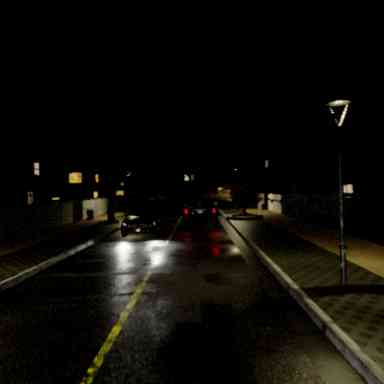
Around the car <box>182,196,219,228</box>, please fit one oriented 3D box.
[{"bbox_3d":[0.501,1.111,20.640,2.097,1.767,4.553,-2,0,1],"label":"car"}]

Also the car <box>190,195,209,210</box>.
[{"bbox_3d":[0.839,1.158,37.306,1.994,1.385,4.181,-2,0,1],"label":"car"}]

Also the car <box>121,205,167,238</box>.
[{"bbox_3d":[-2.387,1.419,17.281,1.812,1.442,4.674,-2,1,1],"label":"car"}]
